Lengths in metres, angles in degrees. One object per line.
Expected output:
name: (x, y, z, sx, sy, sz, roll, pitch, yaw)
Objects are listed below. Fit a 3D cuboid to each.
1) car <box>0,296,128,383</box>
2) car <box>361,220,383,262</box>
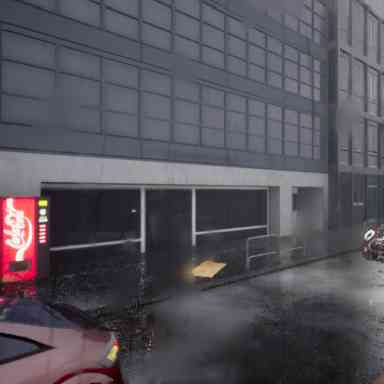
car: (-2.563, 1.565, 2.321, 4.181, 1.385, 1.994, 0, 0, -43)
car: (7.531, 1.351, 11.085, 4.553, 1.767, 2.097, 0, 0, -40)
